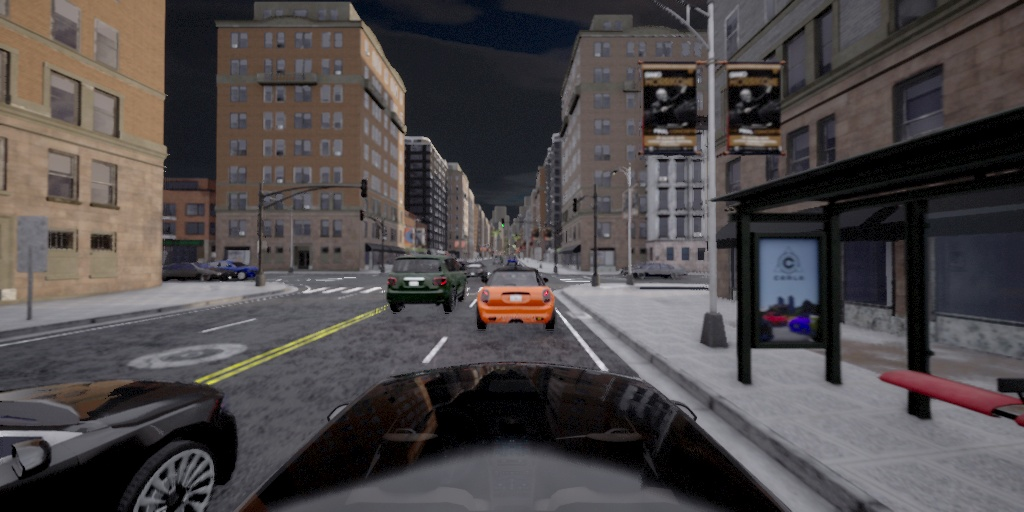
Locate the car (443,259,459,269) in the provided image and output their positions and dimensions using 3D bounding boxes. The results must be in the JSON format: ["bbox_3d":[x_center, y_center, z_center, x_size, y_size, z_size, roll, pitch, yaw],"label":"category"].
[{"bbox_3d":[-9.765,1.230,57.989,1.812,1.442,4.674,0,0,0],"label":"car"}]

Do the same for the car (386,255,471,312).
[{"bbox_3d":[-3.147,0.965,14.196,2.150,2.045,5.566,0,0,0],"label":"car"}]

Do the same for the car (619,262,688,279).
[{"bbox_3d":[12.958,1.346,32.464,5.357,1.411,2.033,0,-1,-4],"label":"car"}]

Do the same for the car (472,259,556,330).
[{"bbox_3d":[0.104,1.094,11.245,2.097,1.767,4.553,0,0,0],"label":"car"}]

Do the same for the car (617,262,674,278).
[{"bbox_3d":[13.191,1.330,35.693,4.902,1.511,2.128,0,-1,0],"label":"car"}]

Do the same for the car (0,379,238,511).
[{"bbox_3d":[-3.155,1.242,0.932,2.128,1.511,4.902,0,0,0],"label":"car"}]

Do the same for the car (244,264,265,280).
[{"bbox_3d":[-22.690,1.120,28.897,5.008,1.535,1.882,0,-1,0],"label":"car"}]

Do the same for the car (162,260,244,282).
[{"bbox_3d":[-22.831,1.150,25.647,5.357,1.411,2.033,0,-1,0],"label":"car"}]
